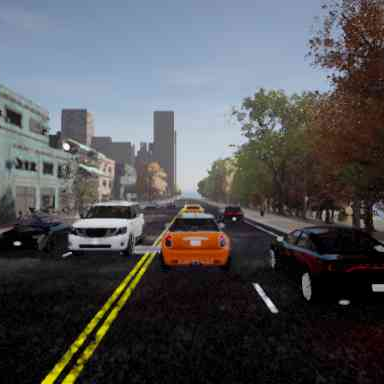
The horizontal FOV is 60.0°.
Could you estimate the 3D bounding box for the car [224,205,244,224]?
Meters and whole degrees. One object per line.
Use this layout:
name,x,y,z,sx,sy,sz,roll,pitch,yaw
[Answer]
car,3.351,1.908,28.814,1.837,1.490,4.892,0,-1,0

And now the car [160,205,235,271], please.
car,0.101,1.517,11.684,2.097,1.767,4.553,0,-1,0

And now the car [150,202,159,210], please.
car,-6.554,2.324,55.701,2.033,1.411,5.357,0,-1,1

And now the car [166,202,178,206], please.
car,-3.307,2.346,56.140,1.994,1.385,4.181,0,-1,0

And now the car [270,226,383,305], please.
car,3.351,1.597,8.428,1.882,1.535,5.008,0,-1,0

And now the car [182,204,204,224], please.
car,0.102,1.901,30.279,1.882,1.535,5.008,0,-1,0

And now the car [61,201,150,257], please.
car,-3.350,1.422,14.249,2.150,2.045,5.566,0,-1,0

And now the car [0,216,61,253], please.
car,-6.599,1.769,14.540,1.994,1.385,4.181,0,-1,0
